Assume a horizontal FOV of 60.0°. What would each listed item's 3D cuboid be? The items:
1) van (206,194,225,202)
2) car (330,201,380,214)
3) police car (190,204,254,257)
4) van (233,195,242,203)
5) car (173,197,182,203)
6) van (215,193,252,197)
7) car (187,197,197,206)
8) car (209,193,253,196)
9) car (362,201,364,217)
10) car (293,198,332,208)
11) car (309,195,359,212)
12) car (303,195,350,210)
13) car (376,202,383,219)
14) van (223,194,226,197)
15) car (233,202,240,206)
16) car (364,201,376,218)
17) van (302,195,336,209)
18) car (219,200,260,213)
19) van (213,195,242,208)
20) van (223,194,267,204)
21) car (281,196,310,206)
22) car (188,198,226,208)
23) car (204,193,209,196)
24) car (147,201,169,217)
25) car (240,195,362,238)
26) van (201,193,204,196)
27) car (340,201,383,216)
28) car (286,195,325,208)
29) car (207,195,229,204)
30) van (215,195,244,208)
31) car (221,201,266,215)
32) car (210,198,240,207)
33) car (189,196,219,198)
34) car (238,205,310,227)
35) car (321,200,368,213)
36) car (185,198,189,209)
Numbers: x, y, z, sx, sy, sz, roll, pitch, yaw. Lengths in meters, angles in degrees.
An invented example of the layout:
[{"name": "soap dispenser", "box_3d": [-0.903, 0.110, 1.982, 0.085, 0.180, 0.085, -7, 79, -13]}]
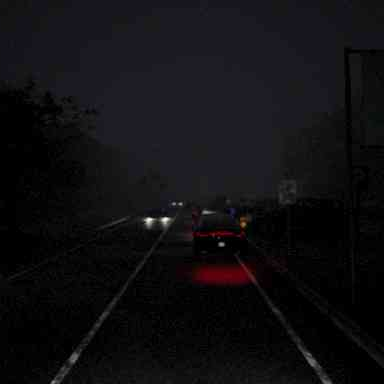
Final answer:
[{"name": "van", "box_3d": [5.516, 1.482, 79.782, 4.442, 1.987, 1.878, 0, 0, 0]}, {"name": "car", "box_3d": [18.749, 1.768, 38.419, 4.792, 1.488, 2.163, 0, 0, 0]}, {"name": "police car", "box_3d": [0.972, 1.523, 13.505, 1.930, 1.638, 5.238, 0, 0, 0]}, {"name": "van", "box_3d": [5.834, 1.444, 26.512, 4.442, 1.987, 1.878, 0, 0, 0]}, {"name": "car", "box_3d": [-3.268, 1.700, 75.936, 1.895, 1.301, 4.718, 0, 0, 0]}, {"name": "van", "box_3d": [5.803, 1.521, 46.144, 4.442, 1.987, 1.878, 0, 0, 0]}, {"name": "car", "box_3d": [-0.015, 1.752, 64.045, 1.837, 1.490, 4.892, 0, 0, 0]}, {"name": "car", "box_3d": [5.654, 1.493, 48.945, 5.566, 2.045, 2.435, 0, 0, 0]}, {"name": "car", "box_3d": [18.782, 1.711, 32.871, 5.008, 1.535, 2.097, 0, 0, 0]}, {"name": "car", "box_3d": [18.942, 1.739, 52.306, 5.366, 1.575, 1.946, 0, 0, 0]}, {"name": "car", "box_3d": [18.741, 1.495, 43.978, 5.566, 2.045, 2.435, 0, 0, 0]}, {"name": "car", "box_3d": [18.793, 1.497, 46.755, 5.566, 2.045, 2.435, 0, 0, 0]}, {"name": "car", "box_3d": [18.767, 1.426, 27.320, 5.566, 2.045, 2.435, 0, 0, 0]}, {"name": "van", "box_3d": [5.821, 1.494, 34.924, 4.442, 1.987, 1.878, 0, 0, 0]}, {"name": "car", "box_3d": [5.541, 1.630, 20.904, 5.366, 1.575, 1.946, 0, 0, 0]}, {"name": "car", "box_3d": [18.785, 1.696, 30.093, 4.892, 1.521, 2.231, 0, 0, 0]}, {"name": "van", "box_3d": [18.877, 1.519, 49.531, 4.442, 1.987, 1.878, 0, 0, 0]}, {"name": "car", "box_3d": [5.692, 1.781, 40.533, 4.674, 1.452, 2.002, 0, 0, 0]}, {"name": "van", "box_3d": [5.789, 1.512, 54.552, 4.442, 1.987, 1.878, 0, 0, 0]}, {"name": "van", "box_3d": [5.592, 1.480, 32.122, 4.442, 1.987, 1.878, 0, 0, 0]}, {"name": "car", "box_3d": [18.774, 1.606, 60.634, 4.553, 1.767, 2.185, 0, 0, 0]}, {"name": "car", "box_3d": [0.969, 1.507, 23.378, 2.097, 1.767, 4.553, 0, 0, 0]}, {"name": "car", "box_3d": [5.626, 1.473, 65.765, 5.566, 2.045, 2.435, 0, 0, 0]}, {"name": "car", "box_3d": [-3.355, 1.681, 33.839, 1.882, 1.535, 5.008, 0, 0, 0]}, {"name": "car", "box_3d": [5.703, 1.363, 18.102, 5.566, 2.045, 2.435, 0, 0, 0]}, {"name": "van", "box_3d": [5.498, 1.469, 90.995, 4.442, 1.987, 1.878, 0, 0, 0]}, {"name": "car", "box_3d": [18.967, 1.722, 35.648, 5.366, 1.575, 1.946, 0, 0, 0]}, {"name": "car", "box_3d": [18.780, 1.487, 55.081, 5.566, 2.045, 2.435, 0, 0, 0]}, {"name": "car", "box_3d": [5.615, 1.592, 71.372, 4.553, 1.767, 2.185, 0, 0, 0]}, {"name": "van", "box_3d": [5.794, 1.515, 51.749, 4.442, 1.987, 1.878, 0, 0, 0]}, {"name": "car", "box_3d": [5.729, 1.763, 37.725, 4.792, 1.488, 2.163, 0, 0, 0]}, {"name": "car", "box_3d": [5.662, 1.735, 57.356, 4.892, 1.521, 2.231, 0, 0, 0]}, {"name": "car", "box_3d": [0.968, 1.536, 29.386, 2.097, 1.767, 4.553, 0, 0, 0]}, {"name": "car", "box_3d": [5.725, 1.691, 23.707, 4.674, 1.452, 2.002, 0, 0, 0]}, {"name": "car", "box_3d": [18.802, 1.773, 41.203, 4.792, 1.488, 2.163, 0, 0, 0]}, {"name": "car", "box_3d": [-0.009, 1.720, 49.280, 1.882, 1.535, 5.008, 0, 0, 0]}]
